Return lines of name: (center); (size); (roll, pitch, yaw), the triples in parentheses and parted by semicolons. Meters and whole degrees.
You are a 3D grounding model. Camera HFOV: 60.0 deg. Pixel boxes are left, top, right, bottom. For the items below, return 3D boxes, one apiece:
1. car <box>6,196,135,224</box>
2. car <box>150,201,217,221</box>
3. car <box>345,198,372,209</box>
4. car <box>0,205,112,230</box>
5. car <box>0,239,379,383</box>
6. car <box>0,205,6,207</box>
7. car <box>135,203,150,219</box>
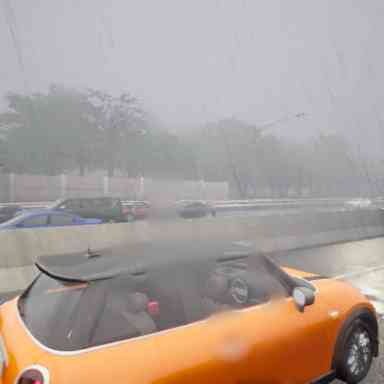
car: (-6.019, 1.221, 16.890); (5.566, 2.045, 2.150); (0, 0, -35)
car: (-0.364, 1.508, 25.194); (4.892, 1.490, 1.837); (-1, 0, -34)
car: (23.077, 1.575, 45.940); (4.674, 1.442, 1.812); (0, 0, -35)
car: (-5.912, 1.477, 12.668); (5.008, 1.535, 1.882); (0, 0, -35)
car: (0.204, 1.352, 3.888); (4.553, 1.767, 2.097); (0, 0, -35)
car: (-10.508, 1.504, 17.968); (4.892, 1.490, 1.837); (0, 0, -35)
car: (-4.220, 1.566, 26.529); (4.181, 1.385, 1.994); (0, 0, -37)
